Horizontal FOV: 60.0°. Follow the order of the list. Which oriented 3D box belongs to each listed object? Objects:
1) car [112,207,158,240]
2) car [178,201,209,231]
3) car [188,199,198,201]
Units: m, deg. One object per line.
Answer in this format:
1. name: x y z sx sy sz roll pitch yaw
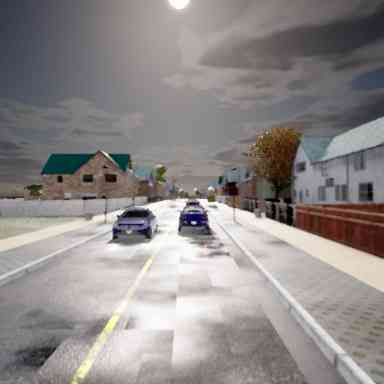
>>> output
1. car: -2.843 1.546 17.392 1.812 1.442 4.674 0 0 0
2. car: 0.108 1.553 20.901 1.812 1.442 4.674 0 0 0
3. car: 0.113 1.618 41.478 1.812 1.442 4.674 0 0 0
